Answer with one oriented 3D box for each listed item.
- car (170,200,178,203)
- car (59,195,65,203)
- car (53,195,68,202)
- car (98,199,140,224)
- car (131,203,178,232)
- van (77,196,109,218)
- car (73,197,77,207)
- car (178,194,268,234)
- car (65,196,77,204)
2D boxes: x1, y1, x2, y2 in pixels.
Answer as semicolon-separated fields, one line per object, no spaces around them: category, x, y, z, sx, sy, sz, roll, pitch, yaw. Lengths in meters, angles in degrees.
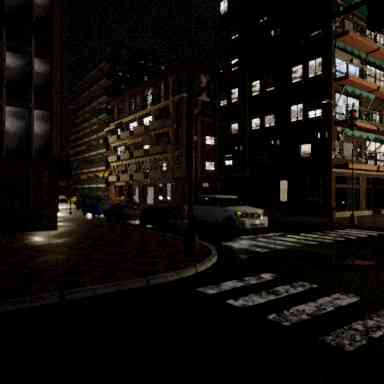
car;-1.618;1.486;34.037;1.752;1.417;4.829;0;0;-36
car;-24.402;1.455;61.292;2.033;1.411;5.357;0;0;-35
car;-27.954;1.359;70.697;1.967;1.590;4.097;0;0;-36
car;-4.920;1.458;24.272;1.752;1.417;4.829;0;0;-36
car;-1.716;1.525;19.811;1.802;1.307;4.206;0;0;-36
van;-8.323;1.265;29.011;1.690;1.788;3.998;0;0;-36
car;-11.814;1.524;38.327;1.895;1.301;4.718;0;0;-36
car;1.782;1.180;19.322;2.150;2.045;5.566;0;0;-35
car;-21.444;1.446;61.636;1.752;1.417;4.829;0;0;-36
